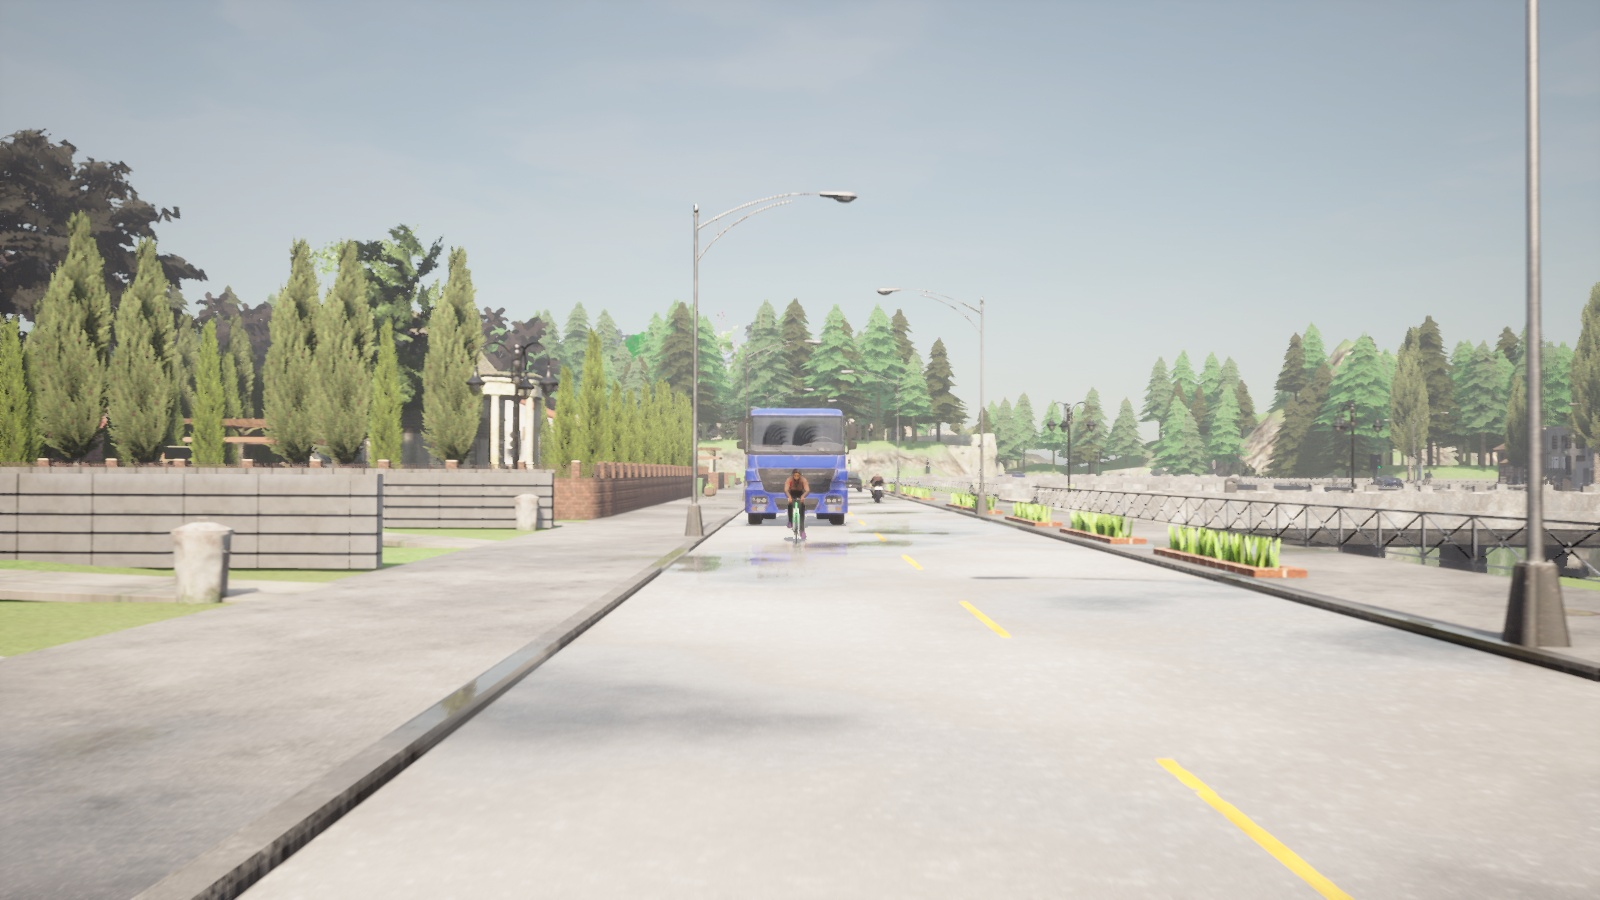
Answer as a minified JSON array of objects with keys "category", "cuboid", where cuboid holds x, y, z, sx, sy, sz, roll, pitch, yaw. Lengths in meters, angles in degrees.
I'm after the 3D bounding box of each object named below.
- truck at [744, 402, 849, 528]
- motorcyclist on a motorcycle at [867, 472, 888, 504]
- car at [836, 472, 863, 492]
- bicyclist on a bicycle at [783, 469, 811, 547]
[{"category":"truck","cuboid":[-0.100,0.479,38.608,2.891,3.462,7.936,0,-1,0]},{"category":"motorcyclist on a motorcycle","cuboid":[3.845,1.881,62.576,0.866,1.530,2.191,0,-1,0]},{"category":"car","cuboid":[3.763,2.413,96.133,1.837,1.490,4.892,0,-1,0]},{"category":"bicyclist on a bicycle","cuboid":[-0.068,1.222,27.159,0.582,1.620,1.656,0,-1,0]}]
